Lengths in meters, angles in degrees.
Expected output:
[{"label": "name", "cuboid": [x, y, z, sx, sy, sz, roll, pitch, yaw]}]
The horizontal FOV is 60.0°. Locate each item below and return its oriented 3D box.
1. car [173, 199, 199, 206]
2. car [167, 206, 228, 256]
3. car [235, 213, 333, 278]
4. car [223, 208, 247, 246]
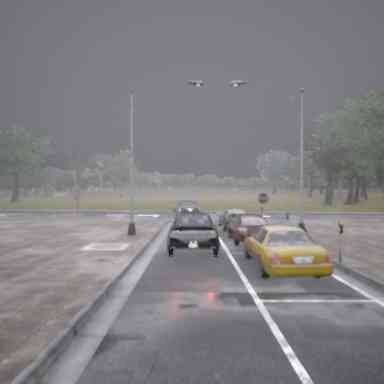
[{"label": "car", "cuboid": [-0.475, 1.481, 27.932, 2.097, 1.767, 4.553, 0, -1, -8]}, {"label": "car", "cuboid": [0.056, 1.548, 13.306, 2.128, 1.511, 4.902, 0, 0, 0]}, {"label": "car", "cuboid": [2.616, 1.569, 10.129, 1.752, 1.417, 4.829, -1, 0, 0]}, {"label": "car", "cuboid": [2.614, 1.648, 15.492, 1.802, 1.307, 4.206, -1, 0, 0]}]
